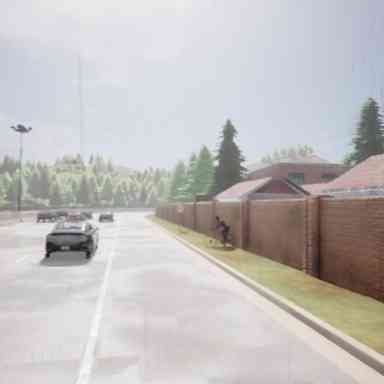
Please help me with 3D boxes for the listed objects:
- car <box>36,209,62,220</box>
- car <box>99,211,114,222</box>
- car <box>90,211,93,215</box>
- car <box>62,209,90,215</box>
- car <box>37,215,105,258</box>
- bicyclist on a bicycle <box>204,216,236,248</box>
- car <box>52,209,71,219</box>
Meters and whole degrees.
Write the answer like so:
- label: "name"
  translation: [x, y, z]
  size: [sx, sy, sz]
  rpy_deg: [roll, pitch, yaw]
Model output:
- label: "car"
  translation: [-18.109, 2.988, 41.808]
  size: [1.837, 1.490, 4.892]
  rpy_deg: [1, -2, -12]
- label: "car"
  translation: [-11.622, 3.256, 45.103]
  size: [2.033, 1.411, 5.357]
  rpy_deg: [1, -2, -12]
- label: "car"
  translation: [-16.677, 3.448, 52.004]
  size: [1.812, 1.442, 4.674]
  rpy_deg: [1, -2, -11]
- label: "car"
  translation: [-14.550, 3.082, 41.873]
  size: [2.033, 1.411, 5.357]
  rpy_deg: [1, -2, -12]
- label: "car"
  translation: [-5.419, 2.061, 15.352]
  size: [2.128, 1.511, 4.902]
  rpy_deg: [1, -2, -12]
- label: "bicyclist on a bicycle"
  translation: [1.422, 2.022, 16.783]
  size: [1.656, 1.620, 0.582]
  rpy_deg: [1, -2, -12]
- label: "car"
  translation: [-20.185, 3.368, 51.749]
  size: [1.837, 1.490, 4.892]
  rpy_deg: [1, -2, -11]
